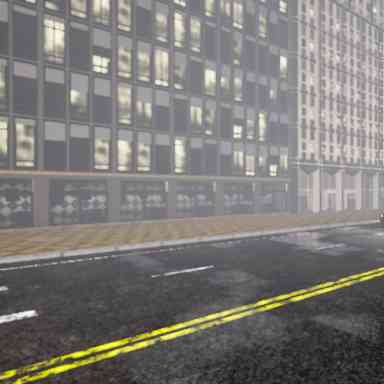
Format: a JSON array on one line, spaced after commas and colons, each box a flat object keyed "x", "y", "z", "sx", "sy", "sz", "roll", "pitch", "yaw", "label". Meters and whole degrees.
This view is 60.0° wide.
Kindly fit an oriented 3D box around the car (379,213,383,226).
[{"x": 14.123, "y": 1.588, "z": 21.619, "sx": 4.718, "sy": 1.301, "sz": 1.895, "roll": 0, "pitch": 0, "yaw": -35, "label": "car"}]
